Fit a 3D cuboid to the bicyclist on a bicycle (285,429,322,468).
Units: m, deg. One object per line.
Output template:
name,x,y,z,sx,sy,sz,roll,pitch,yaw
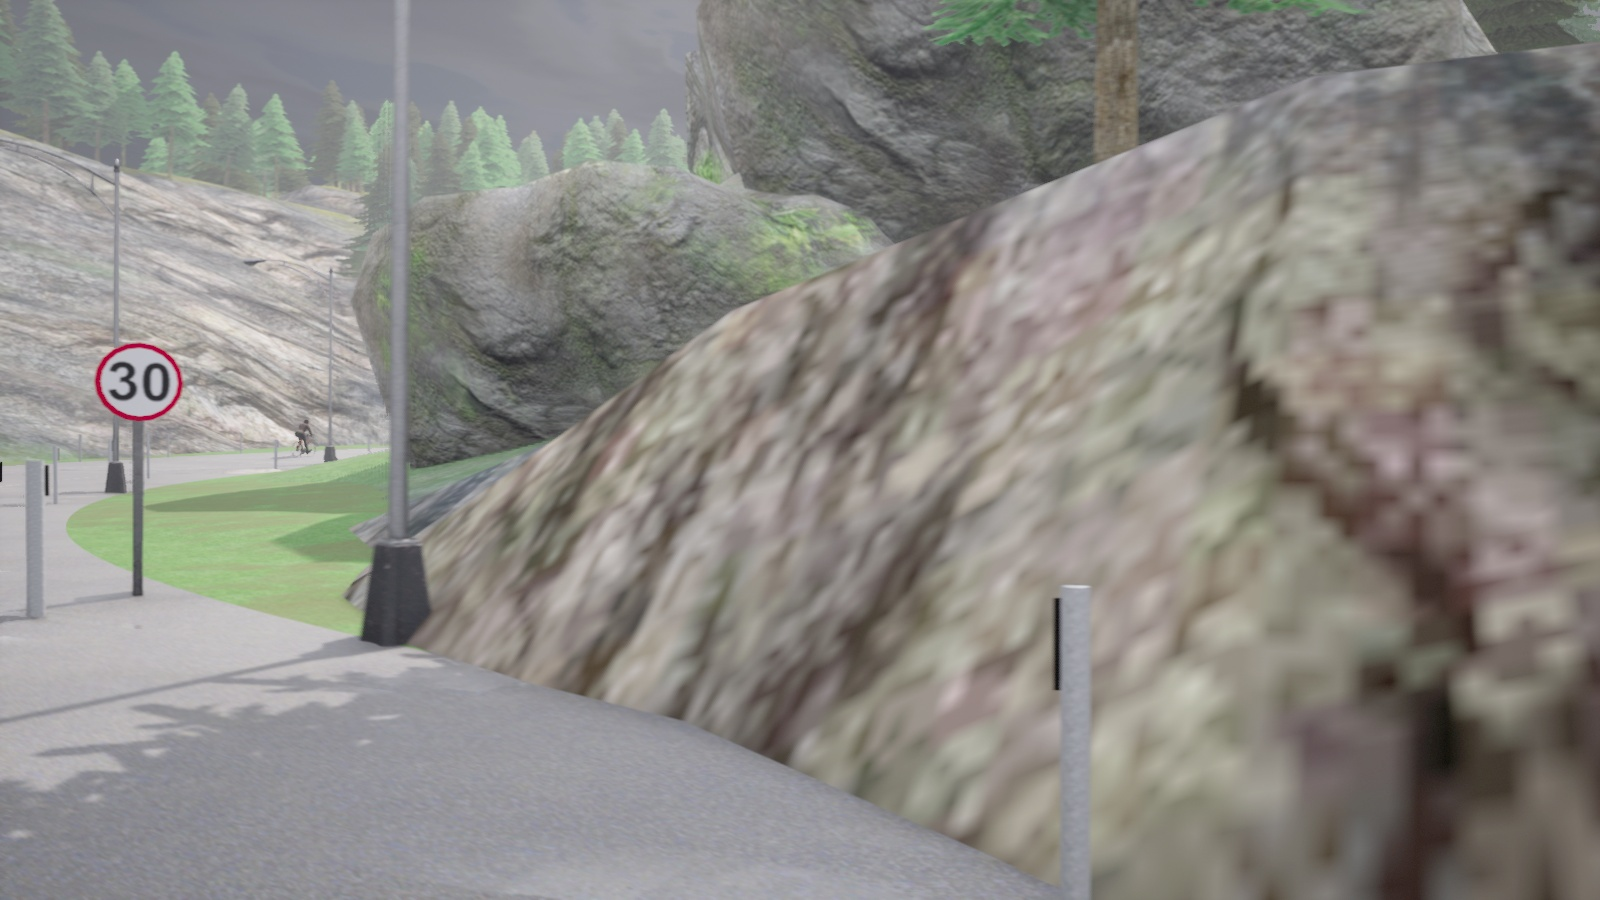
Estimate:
bicyclist on a bicycle,-21.096,-0.090,53.383,0.582,1.620,1.656,0,2,12
